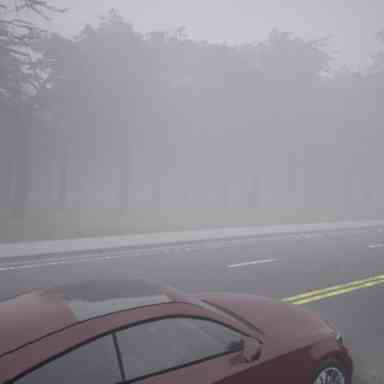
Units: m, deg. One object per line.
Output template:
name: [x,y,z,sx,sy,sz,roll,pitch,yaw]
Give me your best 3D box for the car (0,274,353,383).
car: [-0.510,1.525,2.956,4.674,1.442,1.812,0,0,-35]
